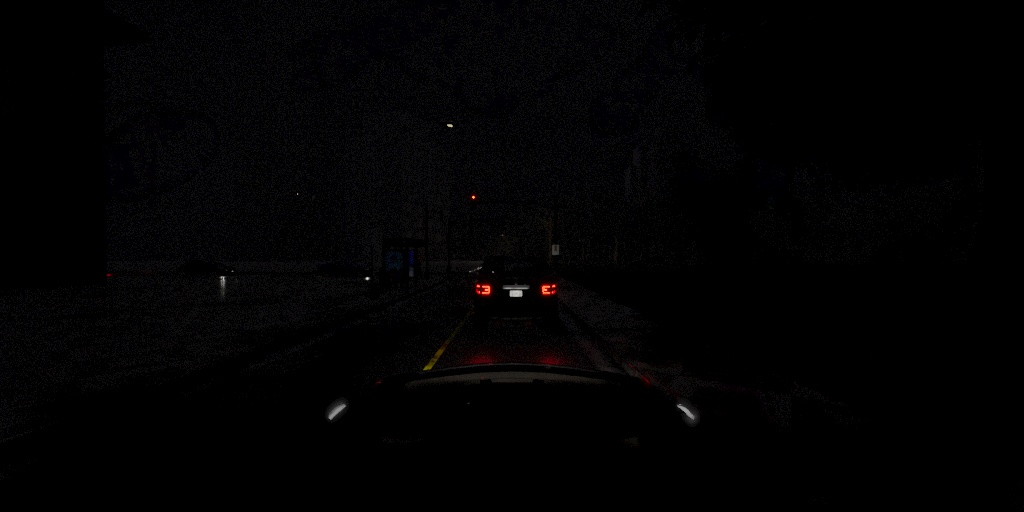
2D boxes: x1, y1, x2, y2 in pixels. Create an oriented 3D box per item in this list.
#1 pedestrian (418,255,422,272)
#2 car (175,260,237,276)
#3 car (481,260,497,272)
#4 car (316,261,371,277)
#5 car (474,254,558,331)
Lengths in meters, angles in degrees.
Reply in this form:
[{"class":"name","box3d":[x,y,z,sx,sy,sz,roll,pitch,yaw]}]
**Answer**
[{"class":"pedestrian","box3d":[-10.058,0.800,38.859,0.375,1.860,0.375,0,0,1]},{"class":"car","box3d":[-28.175,1.167,33.100,4.892,1.490,1.837,0,0,2]},{"class":"car","box3d":[-3.086,1.249,47.966,2.033,1.411,5.357,0,0,-3]},{"class":"car","box3d":[-15.146,1.176,32.761,5.008,1.535,1.882,0,0,0]},{"class":"car","box3d":[0.103,0.968,11.066,2.150,2.045,5.566,0,0,0]}]
